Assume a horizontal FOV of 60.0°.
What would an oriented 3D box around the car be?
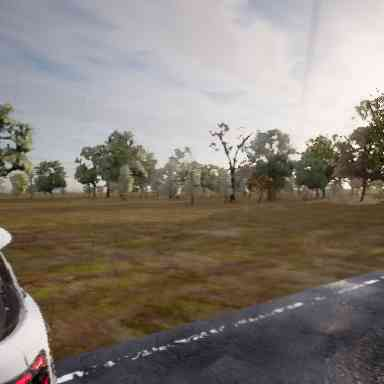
[{"bbox_3d":[-3.354,1.225,0.987,5.566,2.045,2.150,0,0,-35],"label":"car"}]
